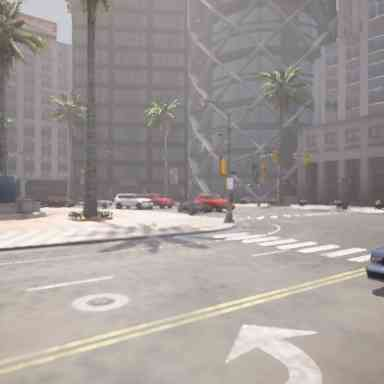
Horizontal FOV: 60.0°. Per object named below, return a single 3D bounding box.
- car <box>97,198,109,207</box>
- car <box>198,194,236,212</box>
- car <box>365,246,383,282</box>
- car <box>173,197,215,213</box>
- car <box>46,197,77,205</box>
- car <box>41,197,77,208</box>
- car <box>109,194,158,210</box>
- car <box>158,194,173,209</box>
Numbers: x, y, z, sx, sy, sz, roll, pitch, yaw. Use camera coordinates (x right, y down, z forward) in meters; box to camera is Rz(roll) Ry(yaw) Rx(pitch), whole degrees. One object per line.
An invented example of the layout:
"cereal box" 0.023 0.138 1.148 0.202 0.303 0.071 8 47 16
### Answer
"car" -14.303 1.576 50.645 4.674 1.442 1.812 0 0 14
"car" 2.694 1.292 39.676 2.150 2.045 5.566 0 0 -38
"car" 6.492 1.575 8.404 5.357 1.411 2.033 0 0 -36
"car" 0.163 1.625 37.174 1.994 1.385 4.181 0 0 -39
"car" -23.158 1.645 58.995 4.718 1.301 1.895 0 0 1
"car" -19.255 1.513 48.151 5.008 1.535 1.882 0 0 7
"car" -7.805 1.276 44.281 5.566 2.045 2.150 0 0 29
"car" -5.005 1.286 46.582 5.566 2.045 2.150 0 0 32
